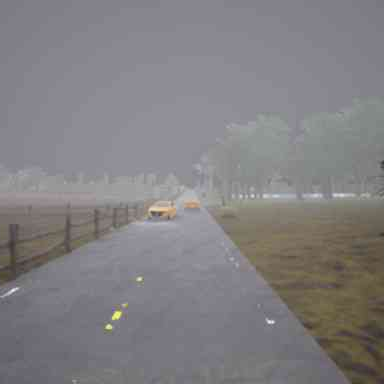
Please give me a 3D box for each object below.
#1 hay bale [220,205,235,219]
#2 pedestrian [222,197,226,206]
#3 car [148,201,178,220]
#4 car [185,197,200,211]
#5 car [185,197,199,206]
[{"bbox_3d":[3.121,1.736,29.283,1.220,1.180,1.240,-1,-1,0],"label":"hay bale"},{"bbox_3d":[2.832,1.341,30.406,0.375,1.860,0.375,1,-1,-5],"label":"pedestrian"},{"bbox_3d":[-2.519,1.560,29.597,1.882,1.535,5.008,1,0,8],"label":"car"},{"bbox_3d":[0.057,1.586,43.184,1.882,1.535,5.008,0,0,0],"label":"car"},{"bbox_3d":[-0.087,1.662,58.748,2.033,1.411,5.357,0,1,-5],"label":"car"}]
